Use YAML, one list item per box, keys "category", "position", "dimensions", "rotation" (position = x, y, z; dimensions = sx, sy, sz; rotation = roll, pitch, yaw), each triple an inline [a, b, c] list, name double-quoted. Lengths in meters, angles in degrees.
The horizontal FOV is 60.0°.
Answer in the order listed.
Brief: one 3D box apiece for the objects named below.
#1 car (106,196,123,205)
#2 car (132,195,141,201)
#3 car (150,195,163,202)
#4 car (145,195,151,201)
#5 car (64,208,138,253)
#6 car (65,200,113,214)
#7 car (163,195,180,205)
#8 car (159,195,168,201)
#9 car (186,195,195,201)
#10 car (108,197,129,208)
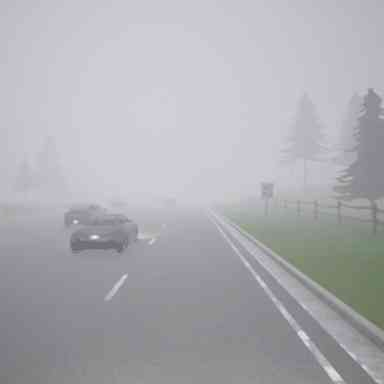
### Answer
- category: "car"
  position: [-14.165, 1.565, 61.188]
  dimensions: [2.033, 1.411, 5.357]
  rotation: [0, 0, 0]
- category: "car"
  position: [-14.376, 1.542, 86.437]
  dimensions: [2.128, 1.511, 4.902]
  rotation: [0, 0, 0]
- category: "car"
  position: [-7.312, 1.531, 73.063]
  dimensions: [2.128, 1.511, 4.902]
  rotation: [0, 0, 0]
- category: "car"
  position: [-10.871, 1.552, 85.363]
  dimensions: [2.033, 1.411, 5.357]
  rotation: [0, 0, 0]
- category: "car"
  position: [-3.456, 1.568, 13.782]
  dimensions: [1.994, 1.385, 4.181]
  rotation: [0, 0, 0]
- category: "car"
  position: [-6.993, 1.516, 22.380]
  dimensions: [1.837, 1.490, 4.892]
  rotation: [0, 0, 0]
- category: "car"
  position: [-3.657, 1.566, 59.647]
  dimensions: [1.994, 1.385, 4.181]
  rotation: [0, 0, 0]
- category: "car"
  position: [-7.376, 1.532, 86.587]
  dimensions: [2.128, 1.511, 4.902]
  rotation: [0, 0, 0]
- category: "car"
  position: [-0.366, 1.497, 84.216]
  dimensions: [1.837, 1.490, 4.892]
  rotation: [0, 0, 0]
- category: "car"
  position: [-10.611, 1.614, 49.107]
  dimensions: [1.895, 1.301, 4.718]
  rotation: [0, 0, 0]
